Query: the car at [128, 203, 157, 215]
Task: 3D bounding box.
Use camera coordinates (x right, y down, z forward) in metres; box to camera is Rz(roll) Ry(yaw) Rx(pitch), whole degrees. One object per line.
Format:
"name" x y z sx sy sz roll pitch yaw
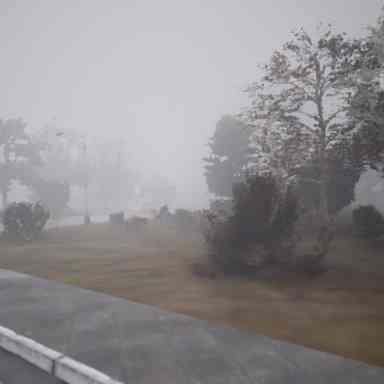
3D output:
"car" -7.256 2.408 48.737 2.097 1.767 4.553 -3 -2 32
